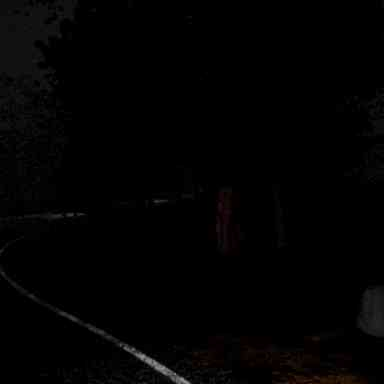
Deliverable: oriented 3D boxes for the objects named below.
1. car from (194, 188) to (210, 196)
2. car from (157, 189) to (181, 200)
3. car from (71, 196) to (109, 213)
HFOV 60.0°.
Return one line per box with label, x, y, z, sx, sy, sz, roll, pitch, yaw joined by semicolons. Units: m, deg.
car;2.217;-0.164;55.044;2.128;1.511;4.902;-1;4;34
car;-3.713;0.180;52.693;2.097;1.767;4.553;-1;4;32
car;-11.676;1.350;38.210;2.097;1.767;4.553;-1;2;26
